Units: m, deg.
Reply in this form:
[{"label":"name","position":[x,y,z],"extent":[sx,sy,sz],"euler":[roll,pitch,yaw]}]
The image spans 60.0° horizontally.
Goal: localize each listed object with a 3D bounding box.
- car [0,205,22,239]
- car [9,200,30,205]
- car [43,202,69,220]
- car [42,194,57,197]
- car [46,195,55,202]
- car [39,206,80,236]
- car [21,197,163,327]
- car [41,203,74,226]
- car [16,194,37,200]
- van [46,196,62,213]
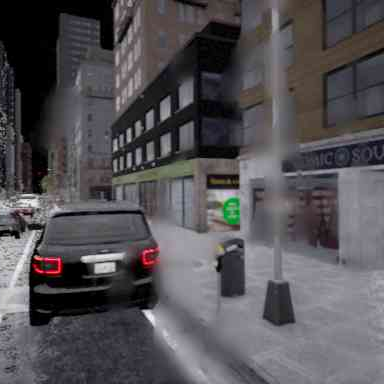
[{"label":"car","position":[-9.880,1.625,17.360],"extent":[1.994,1.385,4.181],"euler":[-1,0,-23]},{"label":"car","position":[-15.595,1.694,30.712],"extent":[1.895,1.301,4.718],"euler":[-1,0,-23]},{"label":"car","position":[-12.136,1.626,29.642],"extent":[1.947,1.339,4.313],"euler":[-1,0,-23]},{"label":"car","position":[-14.313,1.387,34.719],"extent":[2.192,1.841,5.009],"euler":[-1,0,-23]},{"label":"car","position":[-34.035,1.647,80.027],"extent":[1.967,1.590,4.097],"euler":[-1,0,-24]},{"label":"car","position":[-7.785,1.587,19.488],"extent":[2.008,1.369,4.403],"euler":[-1,0,-23]},{"label":"car","position":[-2.359,1.233,7.445],"extent":[2.150,2.045,5.566],"euler":[-1,0,-23]},{"label":"car","position":[-9.960,1.599,24.565],"extent":[2.008,1.369,4.403],"euler":[-1,0,-23]},{"label":"car","position":[-20.355,1.341,41.612],"extent":[2.150,2.045,5.566],"euler":[-1,0,-25]},{"label":"van","position":[-16.489,1.425,39.797],"extent":[1.690,1.788,3.998],"euler":[-1,0,-23]}]
